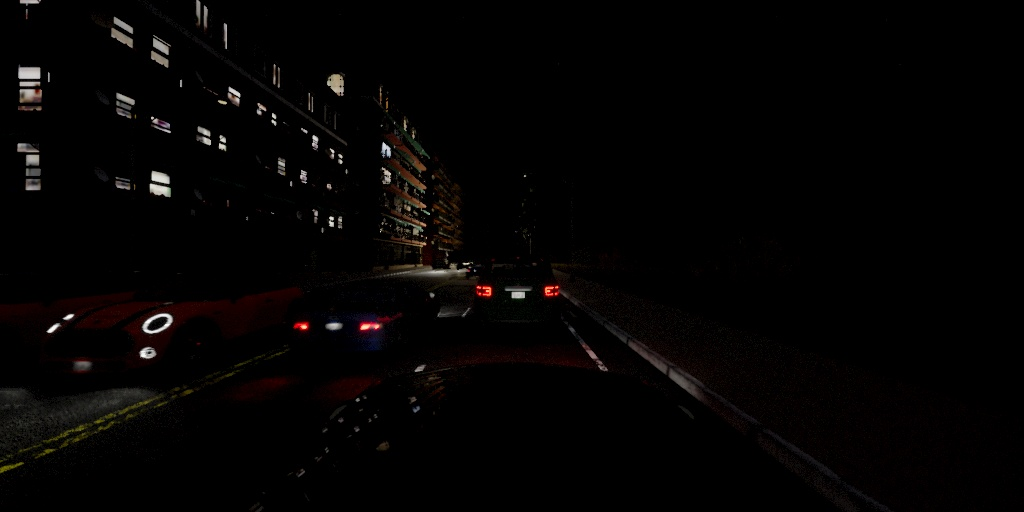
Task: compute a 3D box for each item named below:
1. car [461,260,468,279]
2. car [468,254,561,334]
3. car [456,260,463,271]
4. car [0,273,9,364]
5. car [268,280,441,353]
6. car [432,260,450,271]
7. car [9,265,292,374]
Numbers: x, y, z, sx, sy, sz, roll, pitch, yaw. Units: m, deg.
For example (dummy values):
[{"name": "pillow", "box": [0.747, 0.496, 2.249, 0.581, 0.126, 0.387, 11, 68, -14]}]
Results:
[{"name": "car", "box": [-3.146, 1.302, 33.238, 2.033, 1.411, 5.357, 0, 0, 0]}, {"name": "car", "box": [0.104, 0.973, 10.765, 2.150, 2.045, 5.566, 0, 0, -1]}, {"name": "car", "box": [-6.588, 1.301, 50.160, 2.033, 1.411, 5.357, 0, 0, 0]}, {"name": "car", "box": [-9.851, 1.103, 7.338, 2.097, 1.767, 4.553, 0, 0, 0]}, {"name": "car", "box": [-3.153, 1.298, 8.867, 2.033, 1.411, 5.357, 0, 0, 0]}, {"name": "car", "box": [-9.836, 1.245, 49.940, 2.128, 1.511, 4.902, 0, 0, 0]}, {"name": "car", "box": [-6.601, 1.103, 7.755, 2.097, 1.767, 4.553, 0, 0, 0]}]
